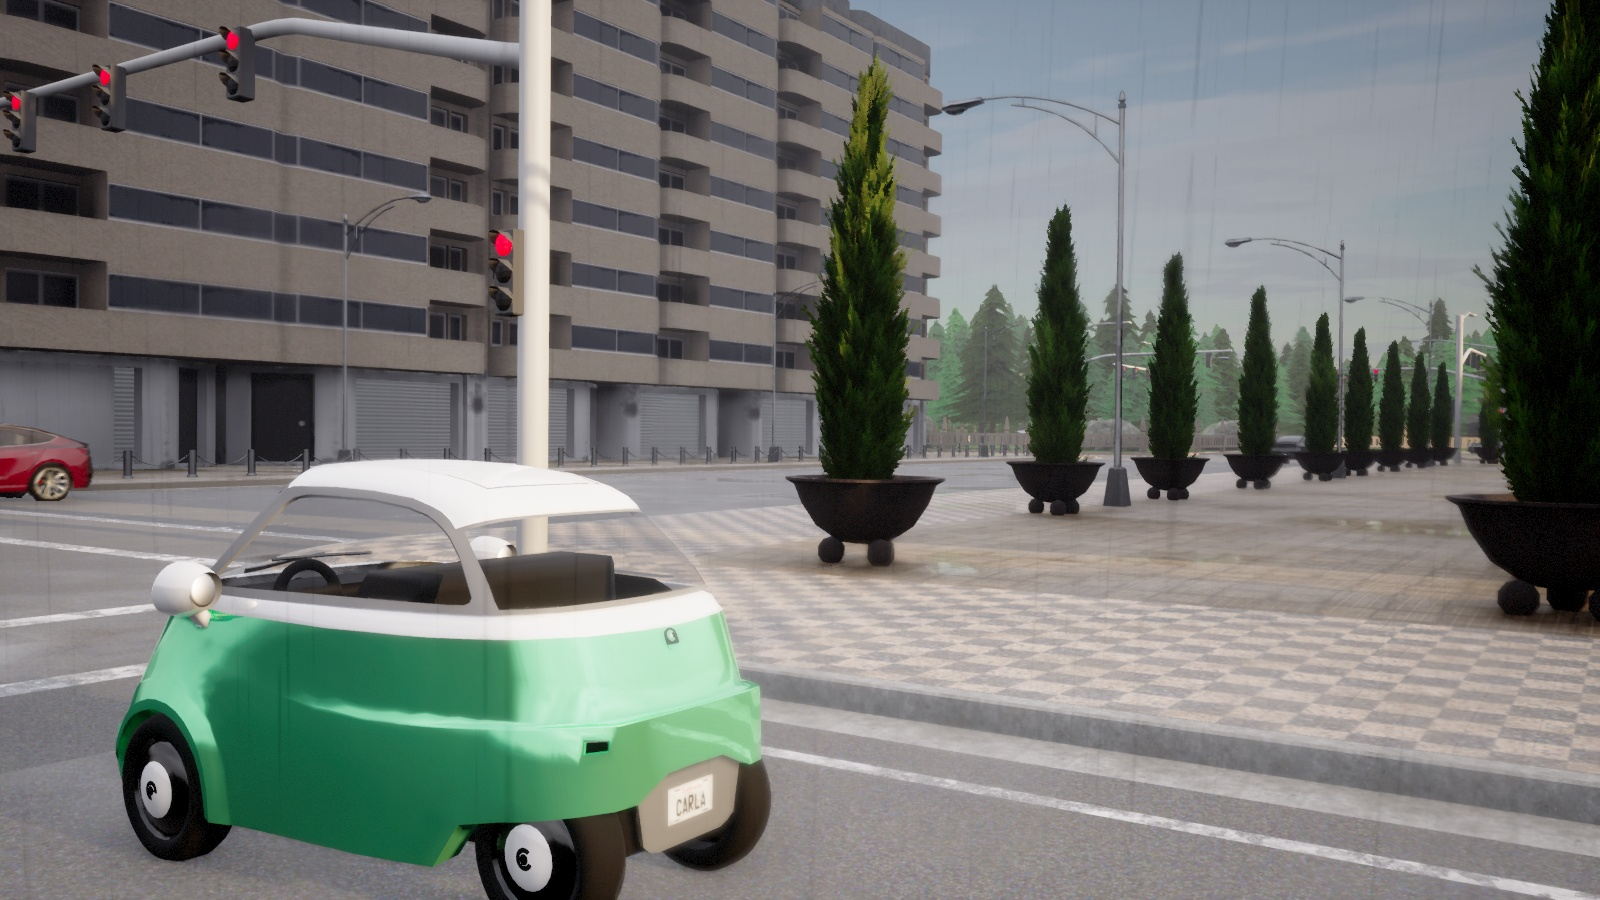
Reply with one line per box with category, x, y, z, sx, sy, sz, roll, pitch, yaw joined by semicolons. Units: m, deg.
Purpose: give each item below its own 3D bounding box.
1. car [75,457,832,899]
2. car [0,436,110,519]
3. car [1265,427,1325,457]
car;-1.218;0.737;4.433;2.207;1.376;1.481;0;1;34
car;-15.579;0.507;22.870;2.163;1.488;4.792;0;1;37
car;25.735;-0.442;65.164;1.837;1.490;4.892;0;1;34
